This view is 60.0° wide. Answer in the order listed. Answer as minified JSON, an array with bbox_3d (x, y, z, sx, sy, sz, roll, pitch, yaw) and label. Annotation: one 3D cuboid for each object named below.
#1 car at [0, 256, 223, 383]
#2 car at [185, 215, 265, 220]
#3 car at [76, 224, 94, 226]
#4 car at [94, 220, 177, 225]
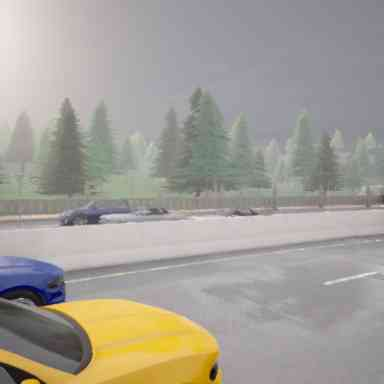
[{"bbox_3d":[-2.008,1.468,2.229,5.008,1.535,1.882,0,0,-35],"label":"car"},{"bbox_3d":[1.929,1.482,17.258,4.718,1.301,1.895,0,0,-28],"label":"car"},{"bbox_3d":[-5.848,1.230,20.760,4.553,1.767,2.097,0,0,-31],"label":"car"},{"bbox_3d":[-2.744,1.485,18.621,4.718,1.301,1.895,0,0,-30],"label":"car"}]
